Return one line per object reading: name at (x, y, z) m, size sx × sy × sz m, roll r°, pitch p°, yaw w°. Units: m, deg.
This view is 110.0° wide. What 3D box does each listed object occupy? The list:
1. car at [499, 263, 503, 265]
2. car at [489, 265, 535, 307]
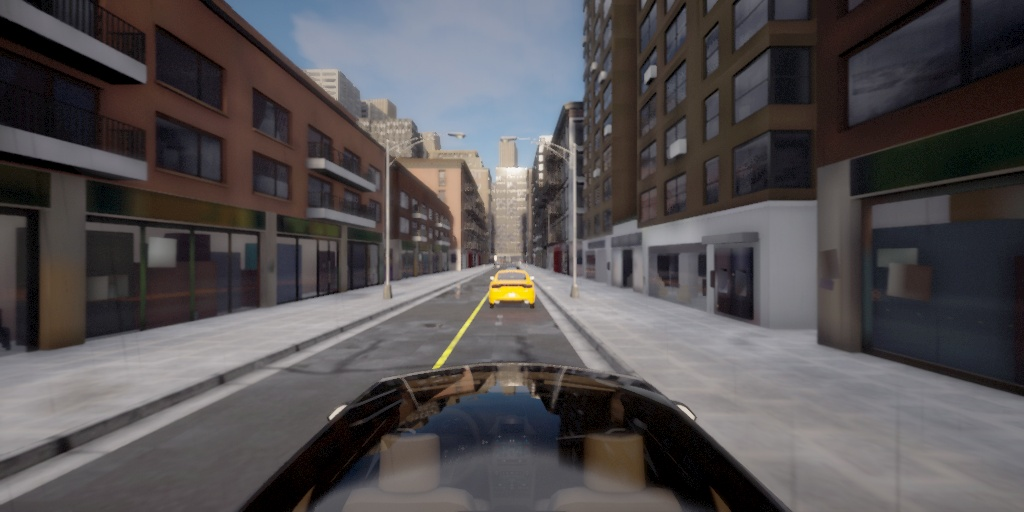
car at (0.006, 1.563, 31.232) m, size 1.812 × 1.442 × 4.674 m, roll 0°, pitch 0°, yaw 0°
car at (0.006, 1.368, 16.320) m, size 1.882 × 1.535 × 5.008 m, roll 0°, pitch 0°, yaw 0°
